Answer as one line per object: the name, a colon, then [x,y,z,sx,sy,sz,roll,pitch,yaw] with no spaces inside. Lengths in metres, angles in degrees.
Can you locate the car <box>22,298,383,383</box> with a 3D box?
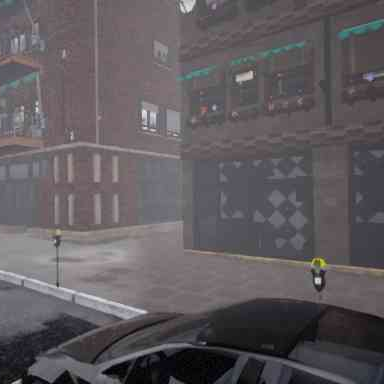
car: [0.473,1.565,2.554,4.313,1.339,1.947,0,-1,36]
